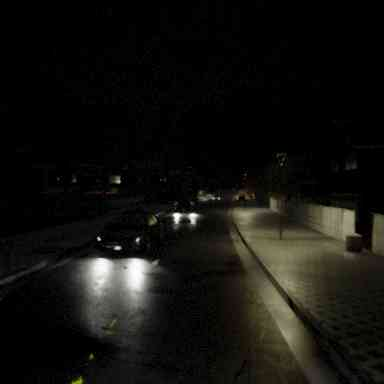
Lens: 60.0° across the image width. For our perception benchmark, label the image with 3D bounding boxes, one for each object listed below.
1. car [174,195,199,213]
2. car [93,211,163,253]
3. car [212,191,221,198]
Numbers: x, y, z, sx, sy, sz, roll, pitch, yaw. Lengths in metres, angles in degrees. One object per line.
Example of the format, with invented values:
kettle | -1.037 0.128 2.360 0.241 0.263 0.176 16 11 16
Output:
car | -0.529 1.127 34.422 2.097 1.767 4.553 0 1 8
car | -2.385 1.516 13.981 2.033 1.411 5.357 0 0 3
car | 6.177 0.607 84.215 1.837 1.490 4.892 0 1 8
